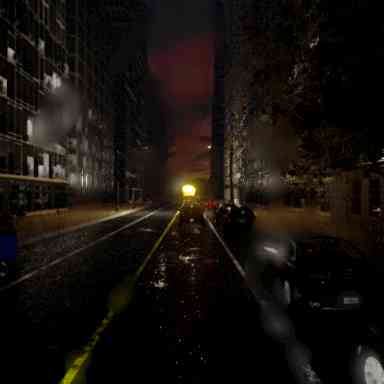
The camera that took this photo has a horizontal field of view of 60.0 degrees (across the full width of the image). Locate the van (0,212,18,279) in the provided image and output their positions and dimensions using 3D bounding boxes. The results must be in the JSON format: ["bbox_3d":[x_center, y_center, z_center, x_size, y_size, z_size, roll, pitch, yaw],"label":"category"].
[{"bbox_3d":[-5.723,1.409,7.719,1.690,1.788,3.998,0,0,0],"label":"van"}]

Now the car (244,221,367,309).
[{"bbox_3d":[2.658,1.604,7.758,2.008,1.369,4.403,0,0,0],"label":"car"}]

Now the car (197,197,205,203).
[{"bbox_3d":[2.232,2.097,87.448,1.947,1.339,4.313,0,0,0],"label":"car"}]

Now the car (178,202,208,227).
[{"bbox_3d":[-0.030,1.694,24.340,1.812,1.442,4.674,0,0,0],"label":"car"}]

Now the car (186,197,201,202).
[{"bbox_3d":[-0.116,1.784,41.445,1.837,1.490,4.892,0,0,0],"label":"car"}]

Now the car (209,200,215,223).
[{"bbox_3d":[2.566,1.608,24.835,1.967,1.590,4.097,0,0,0],"label":"car"}]

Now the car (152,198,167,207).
[{"bbox_3d":[-5.996,1.938,58.950,1.887,1.381,4.507,0,0,0],"label":"car"}]

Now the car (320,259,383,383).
[{"bbox_3d":[2.688,1.563,2.066,2.008,1.369,4.403,0,0,0],"label":"car"}]

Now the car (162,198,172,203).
[{"bbox_3d":[-6.118,2.082,81.720,1.947,1.339,4.313,0,0,0],"label":"car"}]

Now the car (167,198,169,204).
[{"bbox_3d":[-6.027,2.007,64.643,1.802,1.307,4.206,0,0,0],"label":"car"}]

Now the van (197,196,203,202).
[{"bbox_3d":[2.202,1.900,93.143,1.690,1.788,3.998,0,0,0],"label":"van"}]

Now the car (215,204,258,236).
[{"bbox_3d":[2.597,1.570,19.143,1.967,1.590,4.097,0,0,0],"label":"car"}]

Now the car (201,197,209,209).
[{"bbox_3d":[2.445,1.857,47.604,1.887,1.381,4.507,0,0,0],"label":"car"}]

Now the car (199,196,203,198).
[{"bbox_3d":[2.354,1.976,64.680,1.947,1.339,4.313,0,0,0],"label":"car"}]

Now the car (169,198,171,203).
[{"bbox_3d":[-6.087,2.031,76.028,1.887,1.381,4.507,0,0,0],"label":"car"}]
